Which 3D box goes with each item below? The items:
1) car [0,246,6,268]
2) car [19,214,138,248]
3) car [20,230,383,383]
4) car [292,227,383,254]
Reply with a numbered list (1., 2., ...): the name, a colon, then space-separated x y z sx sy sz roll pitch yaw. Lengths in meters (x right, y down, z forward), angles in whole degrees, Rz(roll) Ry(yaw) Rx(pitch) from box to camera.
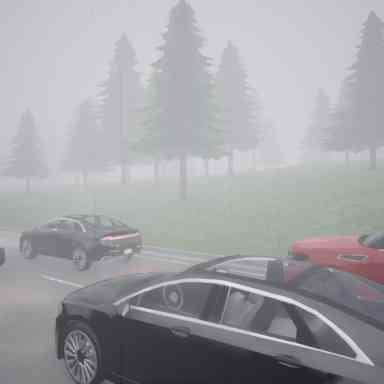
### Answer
1. car: -7.085 1.601 9.027 4.718 1.301 1.895 0 0 36
2. car: -3.798 1.492 10.971 4.902 1.511 2.128 0 0 36
3. car: 0.440 1.492 3.680 4.902 1.511 2.128 0 0 36
4. car: 4.248 1.221 5.261 5.566 2.045 2.150 0 0 36
